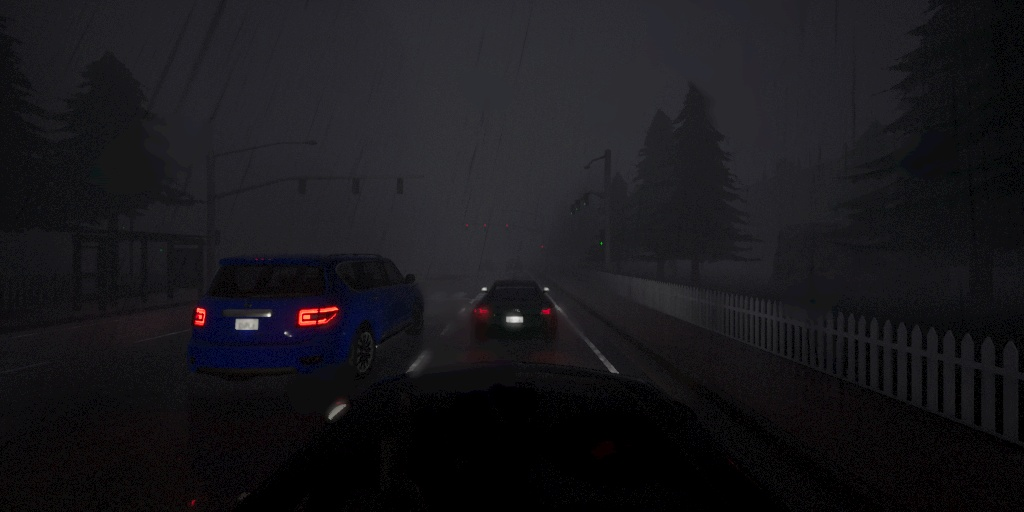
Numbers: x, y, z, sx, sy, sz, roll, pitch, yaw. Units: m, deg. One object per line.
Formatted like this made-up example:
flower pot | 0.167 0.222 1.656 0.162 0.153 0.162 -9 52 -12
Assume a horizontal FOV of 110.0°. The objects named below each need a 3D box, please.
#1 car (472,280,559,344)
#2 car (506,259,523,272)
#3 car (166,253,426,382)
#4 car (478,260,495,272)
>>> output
car | 0.089 1.314 9.592 1.994 1.385 4.181 0 0 1
car | 0.278 1.102 45.654 2.097 1.767 4.553 0 0 0
car | -3.404 0.972 7.312 2.150 2.045 5.566 0 0 0
car | -3.225 1.242 45.591 2.128 1.511 4.902 0 0 1
